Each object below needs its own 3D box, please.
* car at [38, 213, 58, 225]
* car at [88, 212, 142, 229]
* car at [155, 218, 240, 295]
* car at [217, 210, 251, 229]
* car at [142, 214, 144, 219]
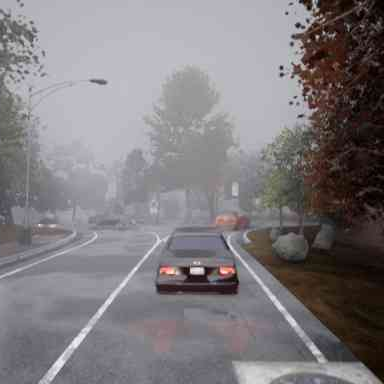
[{"bbox_3d":[-18.749,3.545,43.590,1.812,1.442,4.674,0,-4,-14],"label":"car"},{"bbox_3d":[-7.882,2.810,32.890,4.902,1.511,2.128,-1,-4,20],"label":"car"},{"bbox_3d":[0.126,1.640,8.982,2.033,1.411,5.357,0,-1,1],"label":"car"},{"bbox_3d":[3.865,2.523,30.690,2.097,1.767,4.553,-2,-4,26],"label":"car"},{"bbox_3d":[-11.485,4.570,62.608,5.008,1.535,1.882,2,-4,-27],"label":"car"}]
